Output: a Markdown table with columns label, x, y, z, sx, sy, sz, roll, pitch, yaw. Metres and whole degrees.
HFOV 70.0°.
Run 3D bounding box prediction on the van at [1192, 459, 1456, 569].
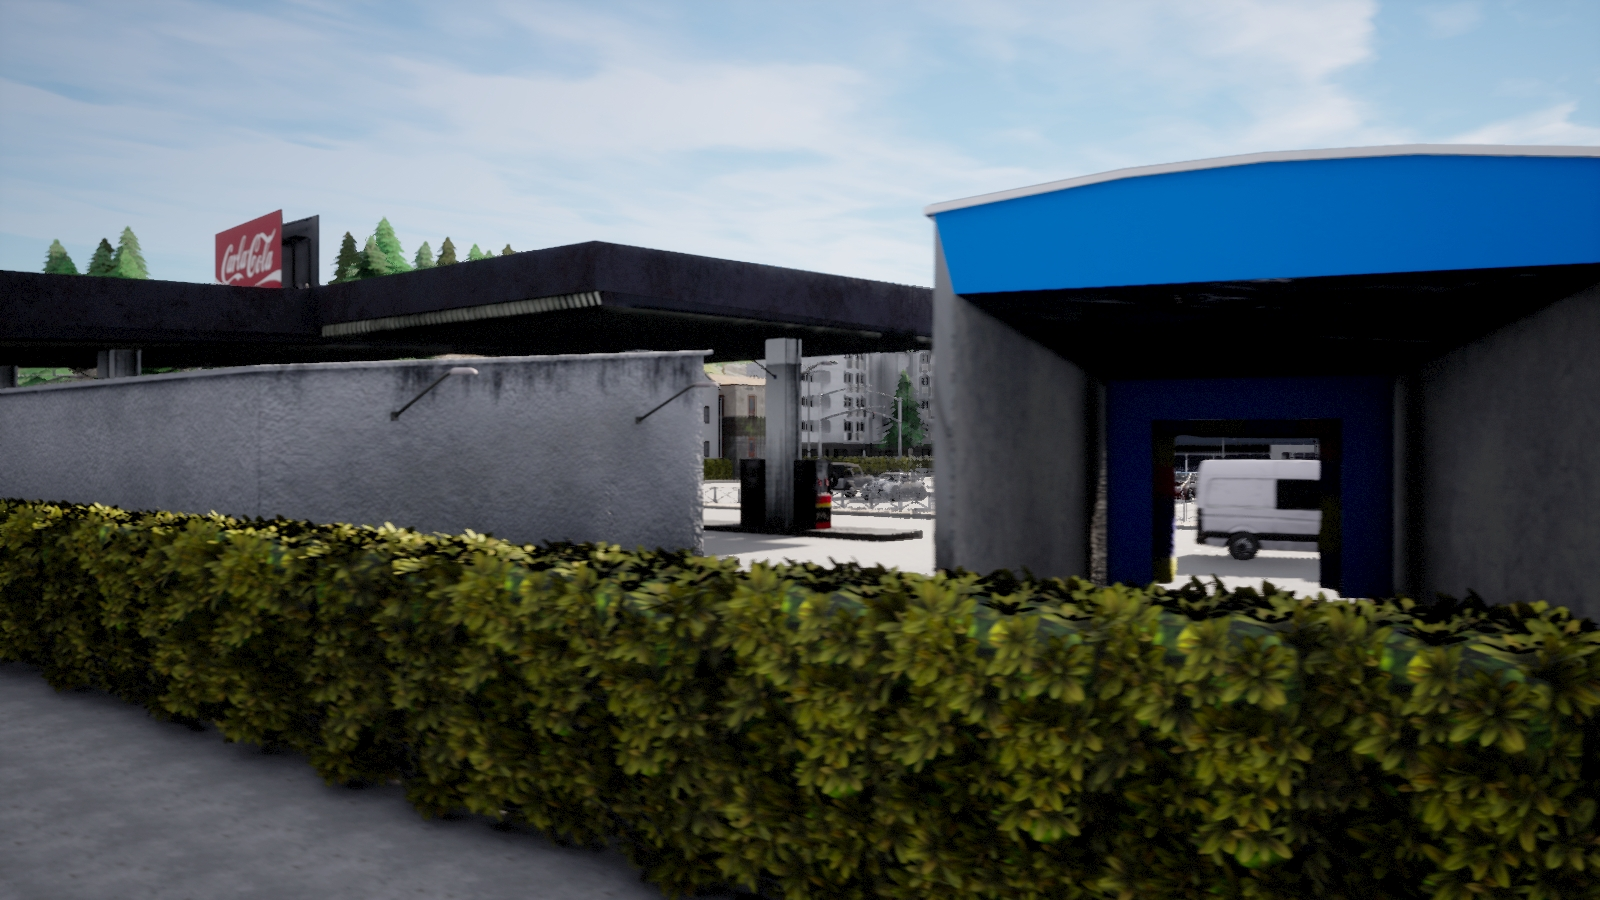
| label | x | y | z | sx | sy | sz | roll | pitch | yaw |
| --- | --- | --- | --- | --- | --- | --- | --- | --- | --- |
| van | 13.201 | 1.536 | 29.117 | 5.915 | 2.561 | 1.988 | 0 | 0 | 24 |
